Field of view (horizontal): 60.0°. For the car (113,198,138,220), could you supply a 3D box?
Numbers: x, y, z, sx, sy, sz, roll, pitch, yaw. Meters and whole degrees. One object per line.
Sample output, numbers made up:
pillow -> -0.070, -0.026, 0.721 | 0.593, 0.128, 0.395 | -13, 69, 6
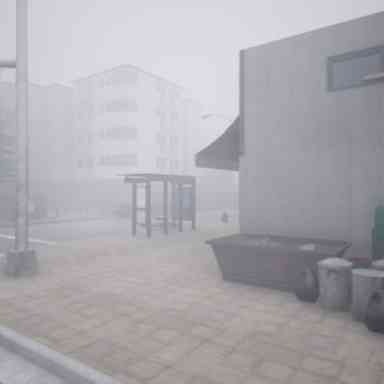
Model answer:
car -> -3.385, 1.041, 25.414 | 2.150, 2.045, 5.566 | 0, 0, 36
